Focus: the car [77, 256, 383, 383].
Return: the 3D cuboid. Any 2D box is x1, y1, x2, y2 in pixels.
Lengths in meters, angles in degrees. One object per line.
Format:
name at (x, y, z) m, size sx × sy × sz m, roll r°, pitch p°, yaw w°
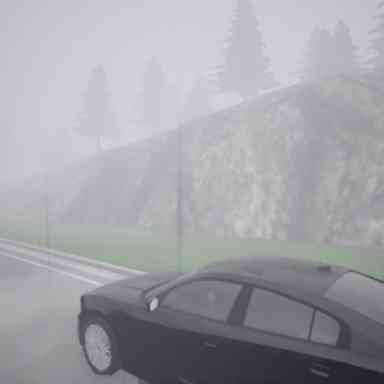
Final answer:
car at (0.677, 1.513, 3.862) m, size 5.008 × 1.535 × 1.882 m, roll 0°, pitch 0°, yaw 37°
